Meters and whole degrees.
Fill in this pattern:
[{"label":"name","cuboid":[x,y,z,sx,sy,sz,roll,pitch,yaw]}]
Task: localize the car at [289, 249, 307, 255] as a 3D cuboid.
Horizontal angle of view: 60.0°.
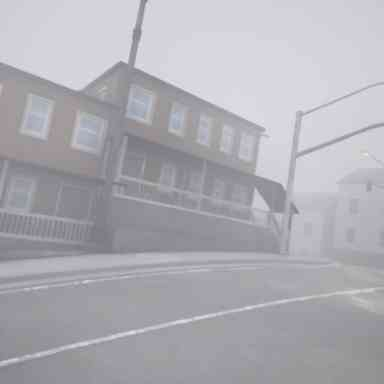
[{"label":"car","cuboid":[8.499,5.850,30.058,2.128,1.511,4.902,13,-16,-34]}]
